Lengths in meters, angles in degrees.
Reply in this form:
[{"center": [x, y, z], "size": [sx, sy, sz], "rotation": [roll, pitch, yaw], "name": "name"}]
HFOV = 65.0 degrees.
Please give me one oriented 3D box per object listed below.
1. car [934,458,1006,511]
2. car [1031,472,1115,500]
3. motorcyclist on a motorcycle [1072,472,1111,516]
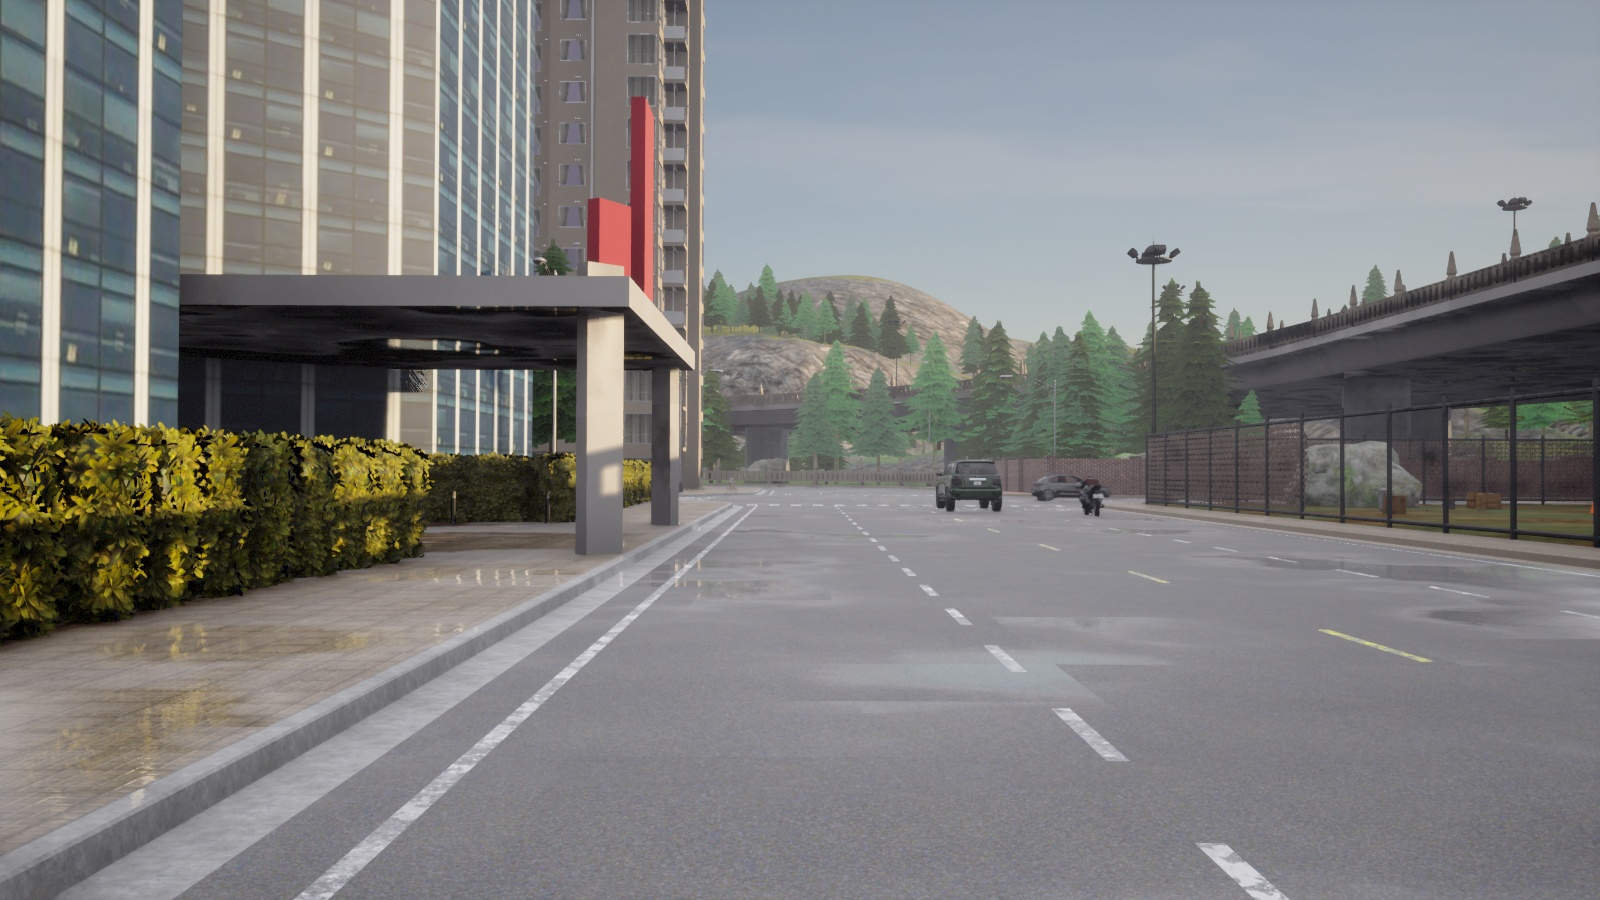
[{"center": [6.863, 1.363, 51.157], "size": [2.150, 2.045, 5.566], "rotation": [0, -1, 0], "name": "car"}, {"center": [14.761, 1.953, 68.063], "size": [4.193, 1.474, 1.816], "rotation": [0, -1, 0], "name": "car"}, {"center": [10.380, 1.558, 44.795], "size": [0.866, 1.530, 2.191], "rotation": [0, -1, 0], "name": "motorcyclist on a motorcycle"}]
